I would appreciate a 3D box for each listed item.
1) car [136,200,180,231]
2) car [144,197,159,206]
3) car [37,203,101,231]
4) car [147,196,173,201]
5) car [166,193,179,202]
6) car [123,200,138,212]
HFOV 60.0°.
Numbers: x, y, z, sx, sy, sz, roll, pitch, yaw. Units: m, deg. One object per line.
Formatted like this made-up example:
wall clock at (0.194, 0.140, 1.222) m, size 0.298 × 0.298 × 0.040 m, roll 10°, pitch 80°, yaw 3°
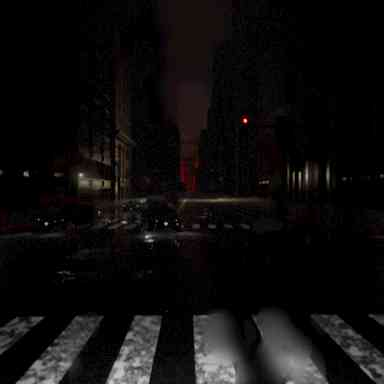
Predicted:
car at (-2.088, 1.494, 20.514) m, size 1.837 × 1.490 × 4.892 m, roll -1°, pitch 0°, yaw -16°
car at (-6.624, 1.562, 55.279) m, size 1.895 × 1.301 × 4.718 m, roll 0°, pitch 0°, yaw 0°
car at (-7.498, 1.500, 20.751) m, size 1.837 × 1.490 × 4.892 m, roll 0°, pitch 0°, yaw 13°
car at (-3.380, 1.460, 35.714) m, size 1.882 × 1.535 × 5.008 m, roll 0°, pitch 0°, yaw 0°
car at (-3.377, 1.184, 54.793) m, size 2.150 × 2.045 × 5.566 m, roll 0°, pitch 0°, yaw 0°
car at (-6.637, 1.582, 38.312) m, size 1.895 × 1.301 × 4.718 m, roll 0°, pitch 0°, yaw 0°
